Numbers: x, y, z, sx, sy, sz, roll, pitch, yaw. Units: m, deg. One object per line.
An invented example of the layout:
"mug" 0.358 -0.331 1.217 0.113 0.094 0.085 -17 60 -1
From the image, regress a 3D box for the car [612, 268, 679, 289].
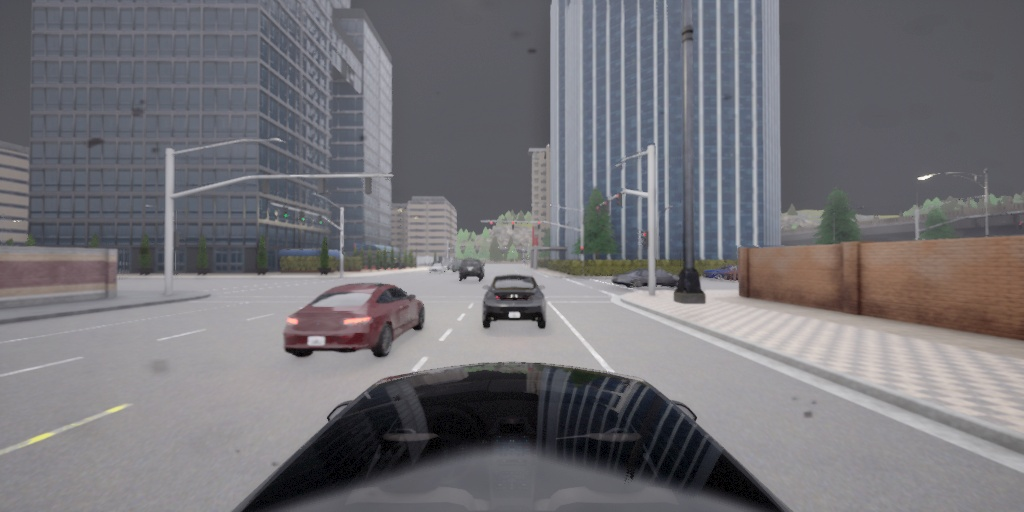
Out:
"car" 9.805 1.572 25.051 5.357 1.411 2.033 0 -1 3

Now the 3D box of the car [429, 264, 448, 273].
"car" -11.433 1.905 55.022 1.812 1.442 4.674 0 -1 -1

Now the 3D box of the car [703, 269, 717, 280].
"car" 21.558 1.625 35.469 5.008 1.535 1.882 0 -1 0

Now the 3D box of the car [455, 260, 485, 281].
"car" -3.890 1.367 35.288 2.150 2.045 5.566 0 -1 -1

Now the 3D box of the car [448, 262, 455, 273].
"car" -7.937 1.605 55.550 2.150 2.045 5.566 0 0 0

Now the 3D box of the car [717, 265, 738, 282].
"car" 21.592 1.584 31.969 5.008 1.535 1.882 0 -1 0

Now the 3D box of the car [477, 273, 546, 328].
"car" 0.065 1.372 11.893 1.837 1.490 4.892 0 -1 0

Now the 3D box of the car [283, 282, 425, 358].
"car" -3.437 1.357 8.622 1.812 1.442 4.674 0 -1 0
